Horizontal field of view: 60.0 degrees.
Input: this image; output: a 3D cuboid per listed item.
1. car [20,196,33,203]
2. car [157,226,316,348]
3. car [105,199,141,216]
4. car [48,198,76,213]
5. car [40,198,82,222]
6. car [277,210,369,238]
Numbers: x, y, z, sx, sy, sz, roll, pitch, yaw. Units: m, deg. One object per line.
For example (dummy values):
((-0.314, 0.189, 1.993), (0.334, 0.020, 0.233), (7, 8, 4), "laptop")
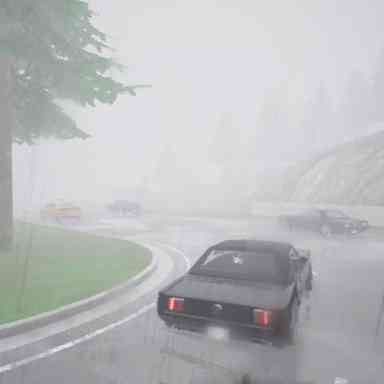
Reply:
((-33.615, 1.553, 67.564), (1.994, 1.385, 4.181), (0, 0, -32), "car")
((1.226, 1.600, 6.483), (1.895, 1.301, 4.718), (0, 0, 23), "car")
((-6.954, 1.502, 33.177), (1.837, 1.490, 4.892), (0, 0, -41), "car")
((-14.887, 1.504, 37.856), (1.837, 1.490, 4.892), (0, 0, -35), "car")
((-10.661, 1.477, 26.822), (1.882, 1.535, 5.008), (0, 0, -43), "car")
((6.711, 1.599, 17.785), (1.895, 1.301, 4.718), (0, 0, -26), "car")
